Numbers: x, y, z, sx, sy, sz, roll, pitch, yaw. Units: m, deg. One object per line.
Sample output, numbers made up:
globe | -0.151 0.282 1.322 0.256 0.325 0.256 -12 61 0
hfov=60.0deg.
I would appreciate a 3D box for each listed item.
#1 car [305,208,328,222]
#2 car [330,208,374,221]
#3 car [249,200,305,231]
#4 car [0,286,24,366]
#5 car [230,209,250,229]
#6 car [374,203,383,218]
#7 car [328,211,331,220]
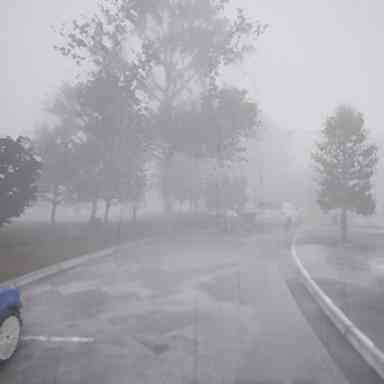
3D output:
car | 13.002 2.585 38.050 5.008 1.535 2.097 2 -5 -42
car | 17.950 2.417 37.198 4.892 1.490 1.837 2 -6 -39
car | 6.311 1.656 24.055 2.150 2.045 5.566 -3 -3 29
car | -3.409 1.526 2.921 2.097 1.535 5.008 0 -1 0
car | 5.661 2.200 29.547 2.097 1.535 5.008 -3 -5 34
car | 27.642 2.591 46.912 5.566 2.045 2.435 0 -5 -22
car | 17.531 2.728 41.574 4.892 1.521 2.231 2 -5 -34
